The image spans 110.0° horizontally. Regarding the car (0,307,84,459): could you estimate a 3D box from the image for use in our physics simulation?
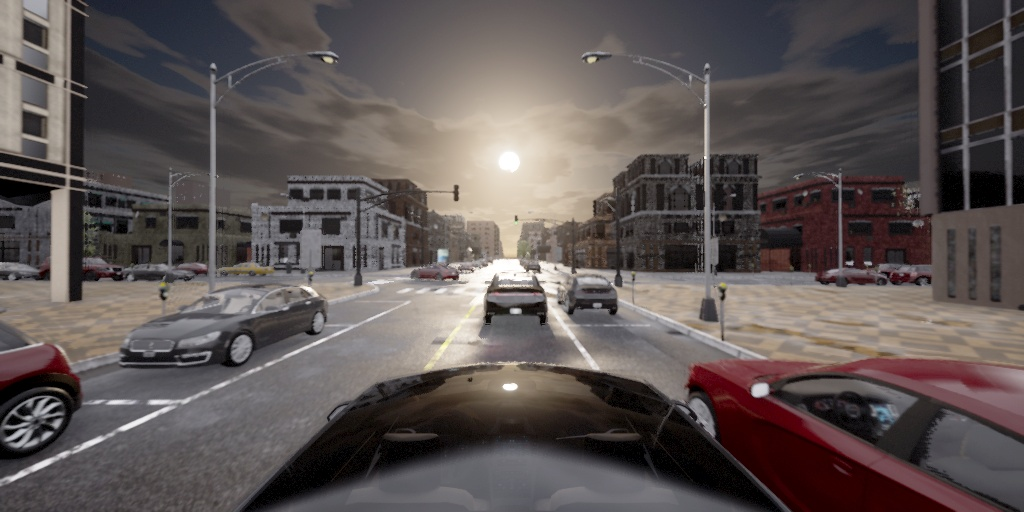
[{"bbox_3d":[-5.690,1.191,2.112,1.967,1.591,4.097,0,0,0],"label":"car"}]

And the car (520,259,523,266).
[{"bbox_3d":[2.694,1.404,56.910,1.802,1.307,4.207,0,0,0],"label":"car"}]

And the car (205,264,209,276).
[{"bbox_3d":[-30.819,1.269,34.349,4.207,1.307,1.802,0,0,1],"label":"car"}]

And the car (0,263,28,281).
[{"bbox_3d":[-36.487,1.159,26.054,4.403,1.370,2.007,0,0,1],"label":"car"}]

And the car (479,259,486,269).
[{"bbox_3d":[-5.687,1.372,56.925,2.007,1.370,4.403,0,0,0],"label":"car"}]

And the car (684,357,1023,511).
[{"bbox_3d":[2.690,1.296,2.094,1.888,1.381,4.507,0,0,0],"label":"car"}]

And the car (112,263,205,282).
[{"bbox_3d":[-25.414,1.205,25.883,4.403,1.370,2.007,0,0,1],"label":"car"}]

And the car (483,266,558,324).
[{"bbox_3d":[0.100,1.254,11.956,2.128,1.511,4.902,0,0,0],"label":"car"}]

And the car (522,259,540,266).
[{"bbox_3d":[2.693,1.373,45.868,1.948,1.339,4.313,0,0,0],"label":"car"}]

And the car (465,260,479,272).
[{"bbox_3d":[-5.688,1.389,45.882,1.802,1.307,4.207,0,0,0],"label":"car"}]

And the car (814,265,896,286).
[{"bbox_3d":[23.643,1.459,25.089,4.207,1.307,1.802,0,0,1],"label":"car"}]

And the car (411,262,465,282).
[{"bbox_3d":[-6.393,1.348,29.742,4.181,1.385,1.994,0,-1,32],"label":"car"}]

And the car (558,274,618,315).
[{"bbox_3d":[2.691,1.315,13.478,2.007,1.370,4.403,0,0,0],"label":"car"}]

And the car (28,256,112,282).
[{"bbox_3d":[-30.951,0.946,25.969,5.009,1.841,2.192,0,0,1],"label":"car"}]

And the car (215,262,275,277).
[{"bbox_3d":[-25.452,1.236,34.265,4.829,1.417,1.751,0,0,1],"label":"car"}]

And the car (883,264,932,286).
[{"bbox_3d":[29.178,1.344,25.039,4.097,1.591,1.967,0,0,1],"label":"car"}]

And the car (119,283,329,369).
[{"bbox_3d":[-5.690,1.308,7.804,2.007,1.370,4.403,0,0,0],"label":"car"}]
